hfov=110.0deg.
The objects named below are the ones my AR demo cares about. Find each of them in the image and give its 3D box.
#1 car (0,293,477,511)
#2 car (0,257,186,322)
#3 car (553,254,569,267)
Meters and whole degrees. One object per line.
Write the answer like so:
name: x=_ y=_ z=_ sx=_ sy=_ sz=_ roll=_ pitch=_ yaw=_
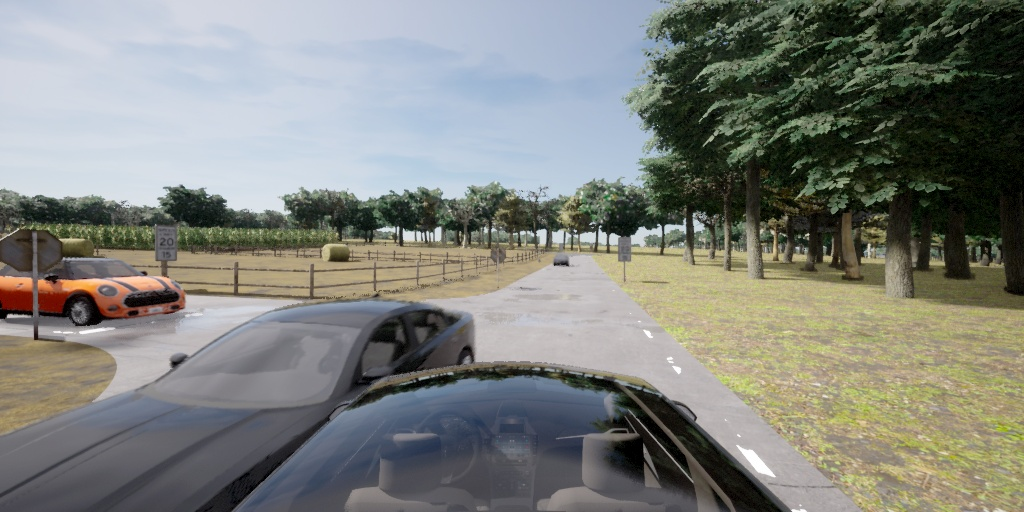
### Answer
car: x=-1.809 y=1.225 z=3.562 sx=1.882 sy=1.535 sz=5.008 roll=0 pitch=1 yaw=11
car: x=-11.881 y=0.837 z=10.064 sx=4.553 sy=1.767 sz=2.097 roll=1 pitch=1 yaw=8
car: x=6.148 y=0.558 z=44.694 sx=1.882 sy=1.535 sz=5.008 roll=0 pitch=2 yaw=11
